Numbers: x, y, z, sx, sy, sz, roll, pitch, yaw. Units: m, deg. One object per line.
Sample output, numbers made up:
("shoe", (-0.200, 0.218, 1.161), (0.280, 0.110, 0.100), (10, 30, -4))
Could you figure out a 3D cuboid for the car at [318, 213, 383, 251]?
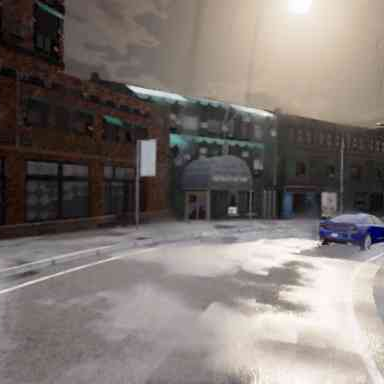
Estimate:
("car", (7.794, 1.715, 15.584), (5.008, 1.535, 1.882), (2, 0, -42))
